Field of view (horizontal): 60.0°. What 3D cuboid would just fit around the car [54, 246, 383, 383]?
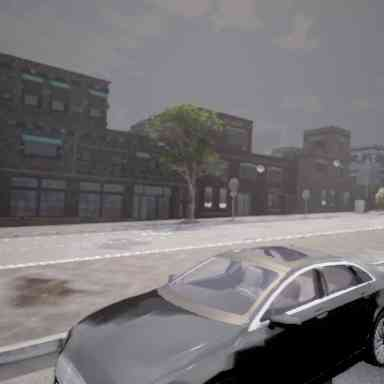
[{"bbox_3d":[0.881,1.525,4.246,4.902,1.511,2.128,1,0,-37],"label":"car"}]
